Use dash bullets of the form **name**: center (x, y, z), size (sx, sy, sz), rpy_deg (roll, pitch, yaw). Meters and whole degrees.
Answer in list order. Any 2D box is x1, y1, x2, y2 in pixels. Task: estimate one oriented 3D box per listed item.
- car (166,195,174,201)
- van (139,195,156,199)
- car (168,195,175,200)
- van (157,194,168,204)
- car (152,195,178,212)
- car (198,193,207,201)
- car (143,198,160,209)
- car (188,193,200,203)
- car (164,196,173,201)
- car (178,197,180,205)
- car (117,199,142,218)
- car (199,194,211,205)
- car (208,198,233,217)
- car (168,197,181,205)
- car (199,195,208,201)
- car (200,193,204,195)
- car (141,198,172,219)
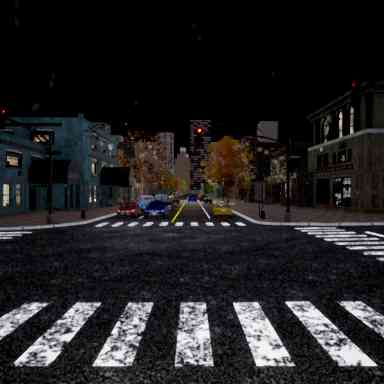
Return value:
- **car**: center (-5.642, 1.526, 85.812), size (1.887, 1.381, 4.507), rpy_deg (0, 0, 0)
- **van**: center (-5.669, 1.333, 41.441), size (1.690, 1.788, 3.998), rpy_deg (0, 0, 0)
- **car**: center (-5.639, 1.561, 91.358), size (1.802, 1.307, 4.206), rpy_deg (0, 0, 0)
- **van**: center (-5.656, 1.328, 63.626), size (1.690, 1.788, 3.998), rpy_deg (0, 0, 0)
- **car**: center (-3.076, 1.484, 38.801), size (2.128, 1.511, 4.902), rpy_deg (0, 0, 0)
- **car**: center (2.737, 1.296, 85.807), size (2.192, 1.841, 5.009), rpy_deg (-1, 0, 0)
- **car**: center (-5.665, 1.535, 46.988), size (1.887, 1.381, 4.507), rpy_deg (0, 0, 0)
- **car**: center (0.109, 1.463, 70.776), size (1.882, 1.535, 5.008), rpy_deg (0, 0, 0)
- **car**: center (-5.645, 1.548, 80.265), size (1.947, 1.339, 4.313), rpy_deg (0, 0, 0)
- **car**: center (-3.064, 1.555, 47.925), size (1.994, 1.385, 4.181), rpy_deg (0, 0, 0)
- **car**: center (-5.674, 1.576, 30.348), size (1.802, 1.307, 4.206), rpy_deg (0, 0, 0)
- **car**: center (2.723, 1.539, 58.075), size (2.008, 1.369, 4.403), rpy_deg (-1, 0, 0)
- **car**: center (2.706, 1.520, 30.513), size (1.752, 1.417, 4.829), rpy_deg (-1, 0, 0)
- **car**: center (-3.029, 1.589, 58.035), size (1.895, 1.301, 4.718), rpy_deg (0, 0, 0)
- **car**: center (2.736, 1.527, 80.260), size (1.887, 1.381, 4.507), rpy_deg (-1, 0, 0)
- **car**: center (2.732, 1.550, 74.714), size (1.947, 1.339, 4.313), rpy_deg (-1, 0, 0)
- **car**: center (-3.099, 1.520, 29.602), size (1.812, 1.442, 4.674), rpy_deg (0, 0, 0)
